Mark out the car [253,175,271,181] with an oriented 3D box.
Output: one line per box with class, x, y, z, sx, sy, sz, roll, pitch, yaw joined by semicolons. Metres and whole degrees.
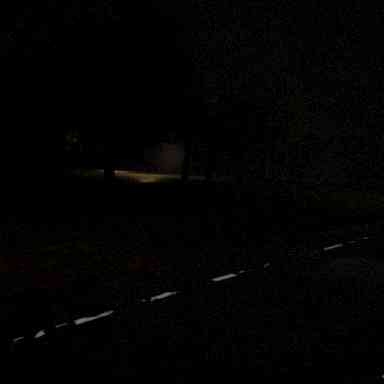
car;15.030;-3.001;73.253;1.882;1.535;5.008;0;4;-41
